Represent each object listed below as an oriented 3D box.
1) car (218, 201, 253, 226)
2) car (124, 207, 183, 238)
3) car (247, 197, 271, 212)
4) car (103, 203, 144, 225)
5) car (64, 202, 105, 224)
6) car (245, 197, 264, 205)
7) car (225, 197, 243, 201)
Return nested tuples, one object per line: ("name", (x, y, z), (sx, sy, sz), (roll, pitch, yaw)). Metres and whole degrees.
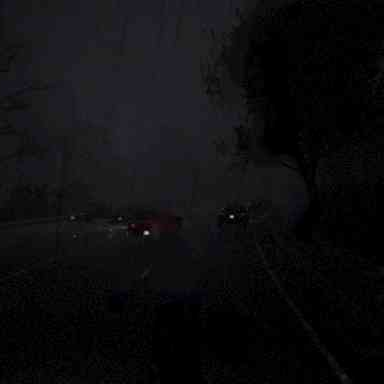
("car", (3.058, 1.607, 23.825), (1.994, 1.385, 4.181), (0, 0, 13))
("car", (-1.756, 1.618, 17.735), (1.895, 1.301, 4.718), (0, 0, 9))
("car", (8.177, 1.437, 40.124), (2.097, 1.767, 4.553), (0, 0, 21))
("car", (-4.308, 1.577, 23.846), (1.994, 1.385, 4.181), (0, 0, 13))
("car", (-7.609, 1.492, 25.068), (2.128, 1.511, 4.902), (0, 0, 13))
("car", (11.922, 1.678, 63.093), (1.994, 1.385, 4.181), (0, 0, 33))
("car", (8.002, 1.638, 63.395), (2.033, 1.411, 5.357), (0, 0, 32))
